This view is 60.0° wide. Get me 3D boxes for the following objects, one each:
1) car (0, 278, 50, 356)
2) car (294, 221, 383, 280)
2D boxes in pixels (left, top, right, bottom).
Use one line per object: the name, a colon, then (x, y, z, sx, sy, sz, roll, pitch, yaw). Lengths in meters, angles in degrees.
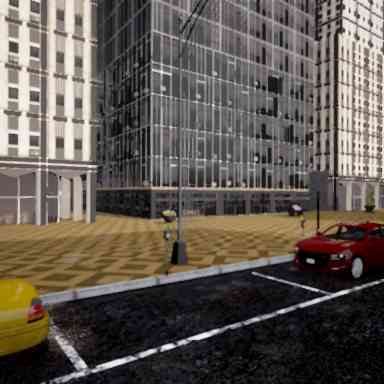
car: (-4.189, 1.519, 3.579, 4.829, 1.417, 1.752, 0, 0, -35)
car: (4.969, 1.589, 10.087, 4.507, 1.381, 1.887, 0, 0, -35)
